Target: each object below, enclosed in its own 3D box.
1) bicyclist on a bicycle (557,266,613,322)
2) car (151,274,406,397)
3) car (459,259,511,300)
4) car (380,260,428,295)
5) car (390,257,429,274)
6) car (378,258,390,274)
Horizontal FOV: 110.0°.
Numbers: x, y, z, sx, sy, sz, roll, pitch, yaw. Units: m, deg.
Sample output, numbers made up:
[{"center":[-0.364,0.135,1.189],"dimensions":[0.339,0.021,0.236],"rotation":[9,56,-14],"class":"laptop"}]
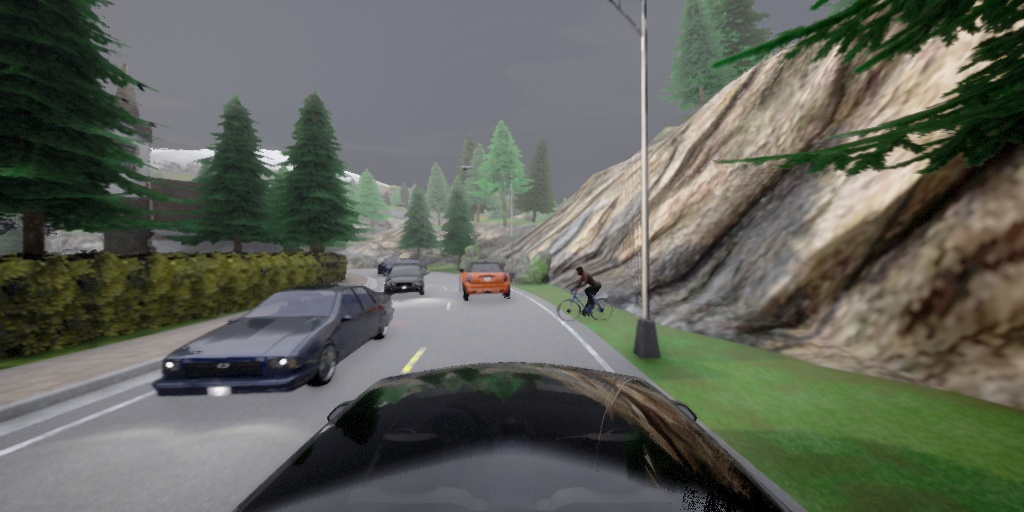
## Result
[{"center":[2.122,1.119,10.409],"dimensions":[1.656,1.620,0.582],"rotation":[-1,0,-4],"class":"bicyclist on a bicycle"},{"center":[-3.838,1.294,7.154],"dimensions":[2.033,1.411,5.357],"rotation":[-1,0,-4],"class":"car"},{"center":[-1.447,1.000,17.414],"dimensions":[2.097,1.767,4.553],"rotation":[-1,0,-11],"class":"car"},{"center":[-5.505,1.181,18.775],"dimensions":[1.837,1.490,4.892],"rotation":[-1,1,-13],"class":"car"},{"center":[-7.704,0.895,26.911],"dimensions":[2.033,1.411,5.357],"rotation":[-1,0,-22],"class":"car"},{"center":[-11.408,0.969,34.230],"dimensions":[2.097,1.767,4.553],"rotation":[-1,1,-29],"class":"car"}]
